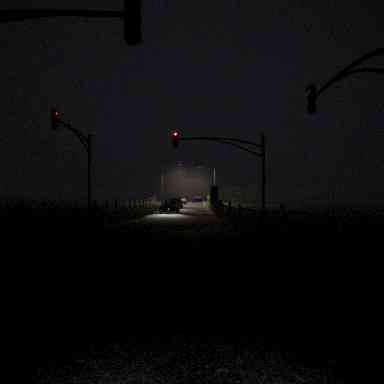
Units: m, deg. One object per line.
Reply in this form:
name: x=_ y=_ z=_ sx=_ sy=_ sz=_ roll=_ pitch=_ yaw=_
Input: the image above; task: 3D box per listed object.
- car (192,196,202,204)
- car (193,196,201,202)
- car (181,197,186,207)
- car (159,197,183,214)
car: x=1.059 y=1.495 z=65.883 sx=1.882 sy=1.535 sz=5.008 roll=0 pitch=0 yaw=1
car: x=1.124 y=1.617 z=75.917 sx=1.895 sy=1.301 sz=4.718 roll=0 pitch=0 yaw=1
car: x=-2.214 y=1.536 z=45.977 sx=1.812 sy=1.442 sz=4.674 roll=0 pitch=0 yaw=1
car: x=-2.370 y=1.571 z=35.961 sx=1.994 sy=1.385 sz=4.181 roll=0 pitch=0 yaw=1
